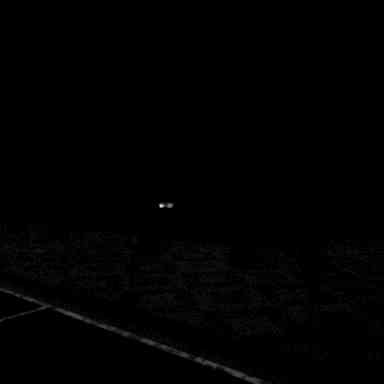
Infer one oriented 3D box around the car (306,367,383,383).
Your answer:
[{"bbox_3d":[2.462,1.556,1.206,4.403,1.369,2.008,0,0,36],"label":"car"}]
